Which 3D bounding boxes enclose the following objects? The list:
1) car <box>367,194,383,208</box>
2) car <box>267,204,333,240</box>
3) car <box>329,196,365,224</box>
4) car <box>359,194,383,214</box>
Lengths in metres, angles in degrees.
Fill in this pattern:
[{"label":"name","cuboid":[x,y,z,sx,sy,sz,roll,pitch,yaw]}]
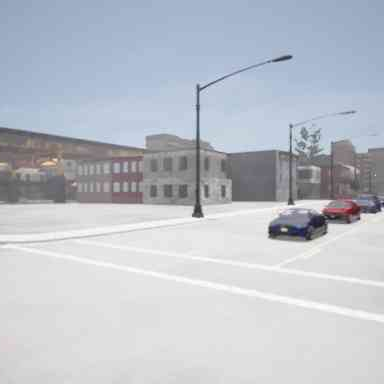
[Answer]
[{"label":"car","cuboid":[22.726,1.039,39.982,2.128,1.511,4.902,0,1,37]},{"label":"car","cuboid":[5.365,1.512,16.702,1.994,1.385,4.181,0,1,37]},{"label":"car","cuboid":[10.779,1.323,23.978,1.882,1.535,5.008,0,1,37]},{"label":"car","cuboid":[16.678,1.051,31.904,2.097,1.767,4.553,0,1,37]}]
